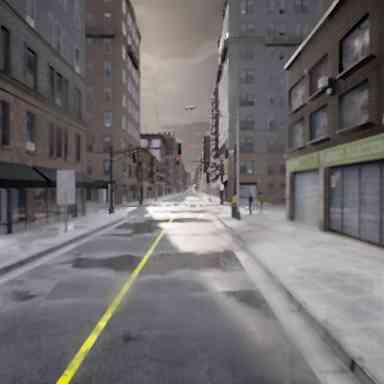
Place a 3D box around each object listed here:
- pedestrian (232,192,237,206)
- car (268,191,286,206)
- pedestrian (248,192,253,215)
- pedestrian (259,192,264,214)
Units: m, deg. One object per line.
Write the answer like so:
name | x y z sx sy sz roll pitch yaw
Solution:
pedestrian | 3.631 0.903 27.802 0.375 1.860 0.375 0 1 0
car | 12.077 0.761 41.439 5.009 1.841 2.192 -1 2 0
pedestrian | 4.631 0.901 26.602 0.375 1.860 0.375 0 1 0
pedestrian | 5.631 0.880 27.202 0.375 1.860 0.375 0 1 0
